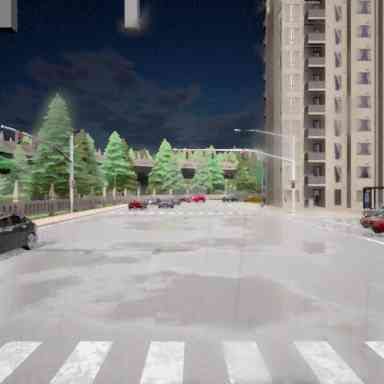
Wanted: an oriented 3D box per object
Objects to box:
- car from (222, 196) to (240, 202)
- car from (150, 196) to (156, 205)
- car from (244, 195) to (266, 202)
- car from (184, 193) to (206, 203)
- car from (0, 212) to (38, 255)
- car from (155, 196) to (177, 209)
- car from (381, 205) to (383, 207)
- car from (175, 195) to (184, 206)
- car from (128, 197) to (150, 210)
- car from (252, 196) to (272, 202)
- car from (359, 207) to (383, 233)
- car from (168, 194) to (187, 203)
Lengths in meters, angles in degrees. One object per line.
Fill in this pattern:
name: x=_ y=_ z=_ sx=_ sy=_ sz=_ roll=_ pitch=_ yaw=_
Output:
car: x=8.568 y=1.524 z=73.545 sx=4.674 sy=1.442 sz=1.812 roll=0 pitch=0 yaw=-42
car: x=-6.510 y=1.492 z=55.932 sx=2.128 sy=1.511 sz=4.902 roll=0 pitch=0 yaw=6
car: x=13.580 y=1.478 z=73.354 sx=5.008 sy=1.535 sz=1.882 roll=0 pitch=0 yaw=-37
car: x=0.928 y=1.223 z=69.221 sx=2.150 sy=2.045 sz=5.566 roll=0 pitch=0 yaw=30
car: x=-7.097 y=1.505 z=11.455 sx=1.837 sy=1.490 sz=4.892 roll=0 pitch=0 yaw=0
car: x=-3.492 y=1.564 z=45.919 sx=1.994 sy=1.385 sz=4.181 roll=0 pitch=0 yaw=1
car: x=15.375 y=1.560 z=25.037 sx=4.892 sy=1.490 sz=1.837 roll=0 pitch=0 yaw=0
car: x=-3.034 y=1.564 z=55.754 sx=1.994 sy=1.385 sz=4.181 roll=0 pitch=0 yaw=6
car: x=-7.041 y=1.601 z=43.431 sx=1.895 sy=1.301 sz=4.718 roll=0 pitch=0 yaw=1
car: x=16.667 y=1.552 z=79.402 sx=4.181 sy=1.385 sz=1.994 roll=0 pitch=0 yaw=-24
car: x=11.665 y=1.656 z=17.691 sx=4.718 sy=1.301 sz=1.895 roll=0 pitch=0 yaw=0
car: x=-2.909 y=1.352 z=69.449 sx=2.097 sy=1.767 sz=4.553 roll=0 pitch=0 yaw=25
